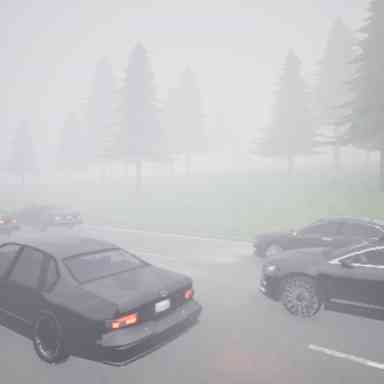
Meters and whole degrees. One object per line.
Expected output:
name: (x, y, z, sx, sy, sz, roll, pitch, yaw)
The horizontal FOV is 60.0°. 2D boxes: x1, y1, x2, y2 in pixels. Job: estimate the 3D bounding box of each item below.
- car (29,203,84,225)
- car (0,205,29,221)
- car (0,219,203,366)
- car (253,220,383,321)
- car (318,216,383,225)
car: (-8.189, 1.292, 18.354, 5.357, 1.411, 2.033, 1, 1, 38)
car: (-10.161, 1.292, 15.514, 5.357, 1.411, 2.033, 1, 1, 34)
car: (-2.421, 1.470, 5.715, 5.357, 1.411, 2.033, 1, 1, 35)
car: (3.624, 1.488, 5.708, 4.902, 1.511, 2.128, 1, 1, 35)
car: (4.174, 1.474, 9.612, 4.892, 1.490, 1.837, 1, 0, 36)
